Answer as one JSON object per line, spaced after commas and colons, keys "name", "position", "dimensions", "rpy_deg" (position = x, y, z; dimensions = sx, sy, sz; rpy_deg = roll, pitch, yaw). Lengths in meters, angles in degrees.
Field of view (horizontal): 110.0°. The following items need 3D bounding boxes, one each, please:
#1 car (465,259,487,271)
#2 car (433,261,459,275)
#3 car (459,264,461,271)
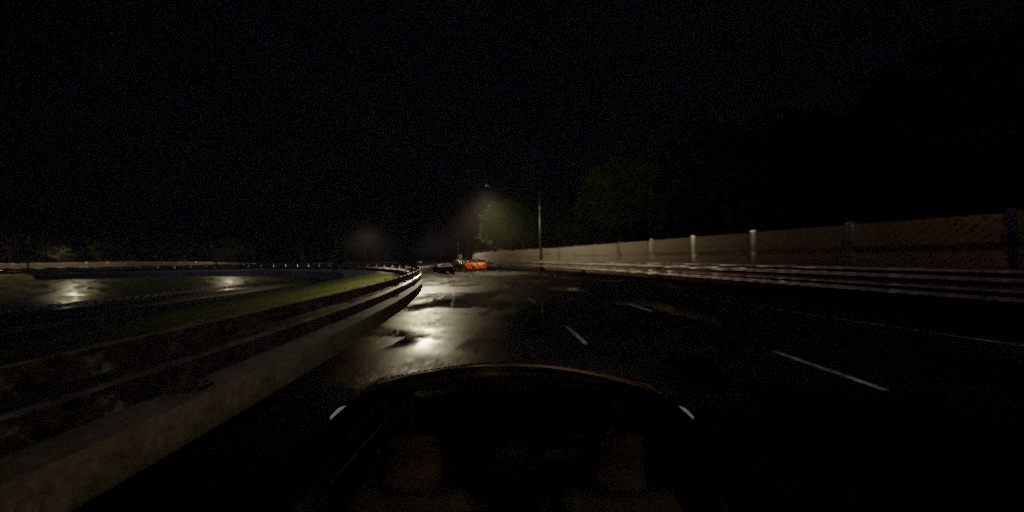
{"name": "car", "position": [-5.396, 1.243, 52.889], "dimensions": [2.097, 1.767, 4.553], "rpy_deg": [-1, 0, -27]}
{"name": "car", "position": [-8.180, 1.540, 42.729], "dimensions": [1.895, 1.301, 4.718], "rpy_deg": [-1, 0, -24]}
{"name": "car", "position": [-8.877, 1.465, 52.066], "dimensions": [1.837, 1.490, 4.892], "rpy_deg": [-1, 0, -28]}
